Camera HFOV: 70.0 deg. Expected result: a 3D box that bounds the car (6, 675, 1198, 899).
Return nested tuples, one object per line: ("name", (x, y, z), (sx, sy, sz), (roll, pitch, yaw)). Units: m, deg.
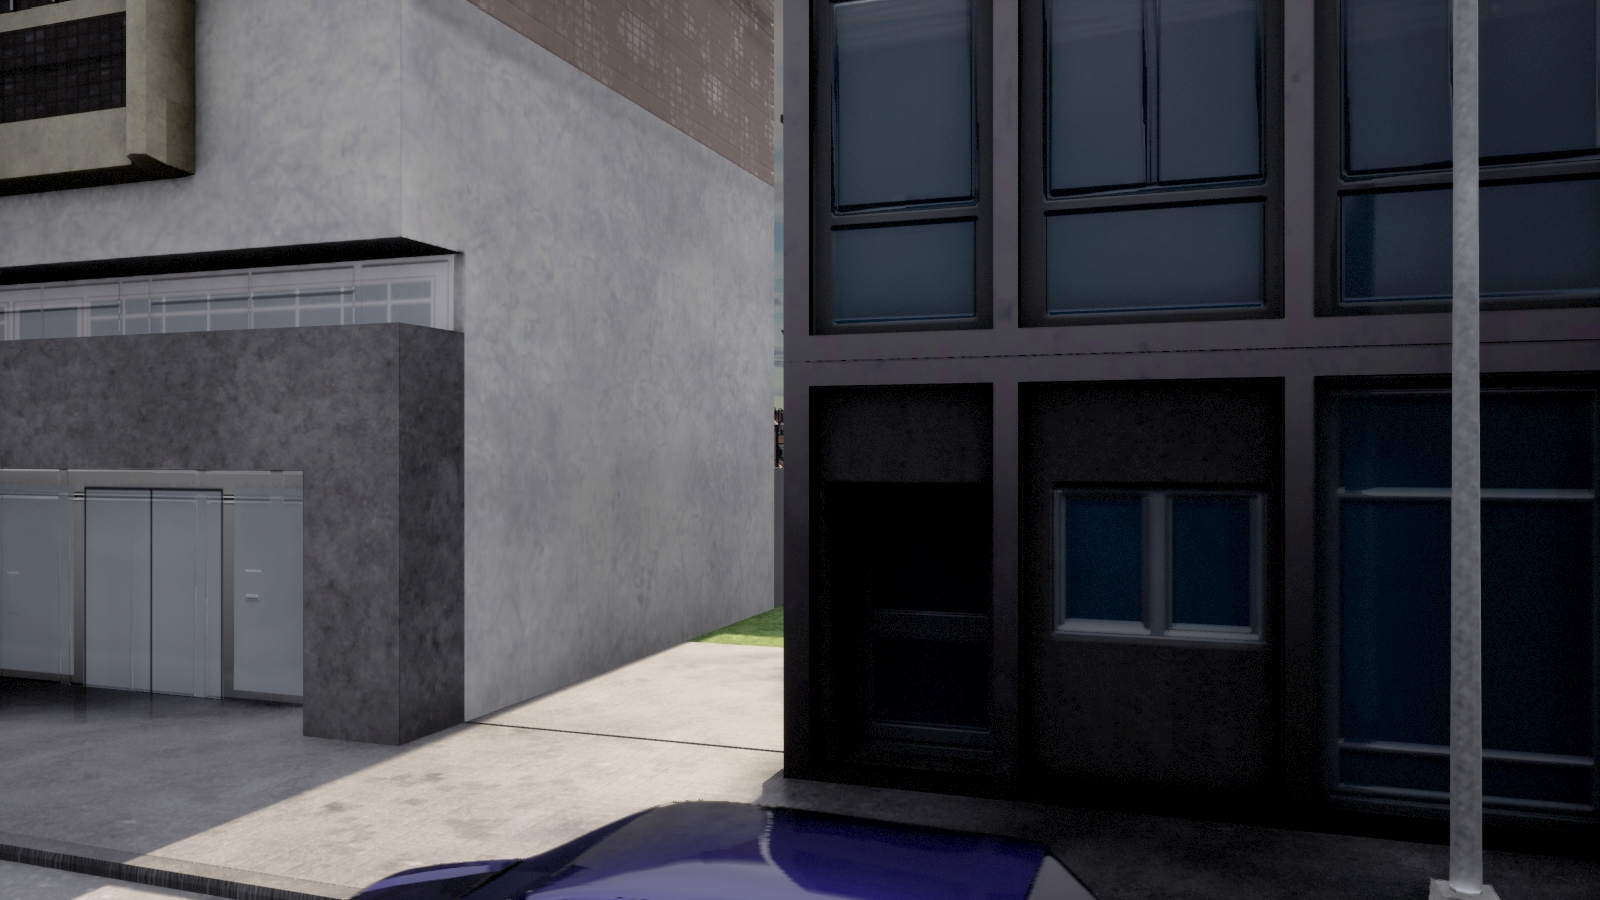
("car", (-0.551, 1.818, 3.962), (3.633, 1.501, 1.845), (0, 0, 20))
